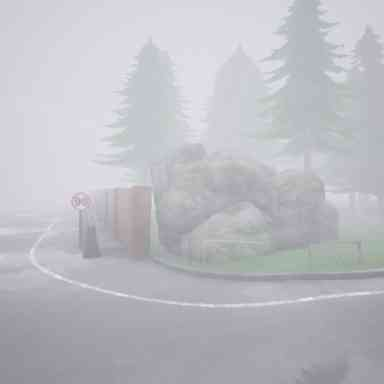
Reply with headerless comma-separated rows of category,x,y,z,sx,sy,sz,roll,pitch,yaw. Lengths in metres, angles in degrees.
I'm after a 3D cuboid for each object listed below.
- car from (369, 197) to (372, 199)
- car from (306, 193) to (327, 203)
car,28.739,1.543,54.253,1.994,1.385,4.181,0,0,-13
car,26.290,1.142,70.521,2.150,2.045,5.566,0,0,-4
